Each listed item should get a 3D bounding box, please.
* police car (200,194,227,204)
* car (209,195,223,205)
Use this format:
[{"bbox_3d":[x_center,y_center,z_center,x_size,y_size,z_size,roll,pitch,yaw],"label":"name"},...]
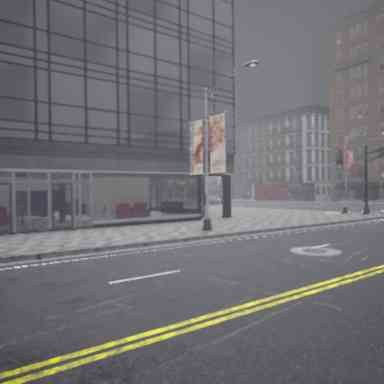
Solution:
[{"bbox_3d":[3.756,1.283,60.079,1.930,1.638,5.238,-1,0,-37],"label":"police car"},{"bbox_3d":[3.555,1.440,54.732,2.033,1.411,5.357,-1,0,-36],"label":"car"}]
